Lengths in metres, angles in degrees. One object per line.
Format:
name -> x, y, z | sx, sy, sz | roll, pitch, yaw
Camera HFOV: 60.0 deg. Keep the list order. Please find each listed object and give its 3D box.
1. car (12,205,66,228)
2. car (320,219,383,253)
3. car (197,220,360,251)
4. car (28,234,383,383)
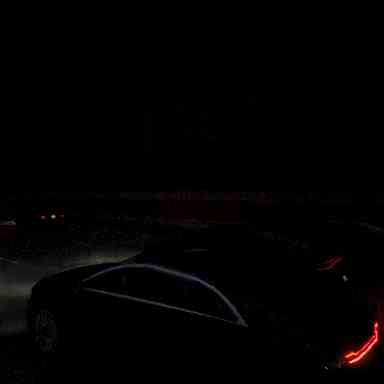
car -> -10.370, 1.591, 22.434 | 2.033, 1.411, 5.357 | 0, 0, -45
car -> 3.968, 1.534, 9.900 | 4.674, 1.442, 1.812 | 0, 0, 37
car -> 0.937, 1.487, 7.806 | 5.008, 1.535, 1.882 | 0, 0, 37
car -> -0.258, 1.497, 4.331 | 4.902, 1.511, 2.128 | 0, 0, 37
